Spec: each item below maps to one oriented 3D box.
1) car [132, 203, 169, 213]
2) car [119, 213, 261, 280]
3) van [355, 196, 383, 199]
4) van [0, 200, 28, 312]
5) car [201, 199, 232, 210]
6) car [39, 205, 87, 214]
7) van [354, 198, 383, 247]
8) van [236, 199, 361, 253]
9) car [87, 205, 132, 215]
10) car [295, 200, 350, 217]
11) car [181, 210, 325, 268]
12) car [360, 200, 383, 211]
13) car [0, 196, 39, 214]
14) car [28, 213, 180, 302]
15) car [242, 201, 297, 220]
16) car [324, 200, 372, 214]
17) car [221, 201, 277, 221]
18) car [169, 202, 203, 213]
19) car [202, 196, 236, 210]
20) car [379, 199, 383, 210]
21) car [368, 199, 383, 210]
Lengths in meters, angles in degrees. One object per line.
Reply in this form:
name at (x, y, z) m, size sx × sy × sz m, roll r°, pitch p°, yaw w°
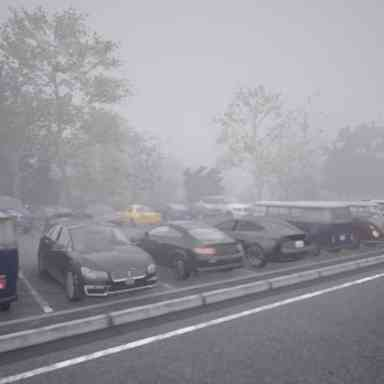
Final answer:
car at (-4.083, 1.603, 23.946) m, size 1.946 × 1.575 × 5.366 m, roll 0°, pitch 0°, yaw -35°
car at (-0.369, 1.606, 10.297) m, size 2.002 × 1.452 × 4.674 m, roll 1°, pitch 0°, yaw -36°
van at (10.976, 1.427, 18.543) m, size 1.878 × 1.987 × 4.442 m, roll 0°, pitch 0°, yaw -36°
van at (-5.003, 1.284, 7.136) m, size 1.878 × 1.987 × 4.442 m, roll 1°, pitch 0°, yaw -36°
car at (0.549, 1.640, 27.019) m, size 2.231 × 1.521 × 4.892 m, roll 0°, pitch 0°, yaw -36°
car at (-8.514, 1.591, 20.592) m, size 2.163 × 1.488 × 4.792 m, roll 1°, pitch 0°, yaw -36°
van at (6.545, 1.401, 15.093) m, size 1.878 × 1.987 × 4.442 m, roll 0°, pitch 0°, yaw -36°
van at (4.130, 1.383, 13.655) m, size 1.878 × 1.987 × 4.442 m, roll 0°, pitch 0°, yaw -36°
car at (-6.215, 1.618, 22.161) m, size 2.163 × 1.488 × 4.792 m, roll 1°, pitch 0°, yaw -36°
car at (14.206, 1.712, 36.547) m, size 1.946 × 1.575 × 5.366 m, roll 0°, pitch 0°, yaw -36°
car at (1.898, 1.620, 11.955) m, size 2.163 × 1.488 × 4.792 m, roll 0°, pitch 0°, yaw -36°
car at (25.394, 1.819, 44.758) m, size 2.002 × 1.452 × 4.674 m, roll 0°, pitch 0°, yaw -35°
car at (-10.737, 1.283, 18.935) m, size 2.435 × 2.045 × 5.566 m, roll 1°, pitch 0°, yaw -36°
car at (-2.655, 1.539, 8.676) m, size 2.231 × 1.521 × 4.892 m, roll 1°, pitch 0°, yaw -36°
car at (7.319, 1.677, 31.865) m, size 2.097 × 1.535 × 5.008 m, roll 0°, pitch 0°, yaw -36°
car at (18.634, 1.770, 39.900) m, size 2.163 × 1.488 × 4.792 m, roll 0°, pitch 0°, yaw -36°
car at (5.059, 1.664, 30.252) m, size 2.097 × 1.535 × 5.008 m, roll 0°, pitch 0°, yaw -36°
car at (-1.713, 1.623, 25.405) m, size 2.097 × 1.535 × 5.008 m, roll 0°, pitch 0°, yaw -36°
car at (2.821, 1.400, 28.613) m, size 2.435 × 2.045 × 5.566 m, roll 0°, pitch 0°, yaw -36°
car at (29.913, 1.846, 47.985) m, size 2.002 × 1.452 × 4.674 m, roll 0°, pitch 0°, yaw -36°
car at (27.656, 1.792, 46.370) m, size 2.097 × 1.535 × 5.008 m, roll 0°, pitch 0°, yaw -36°
